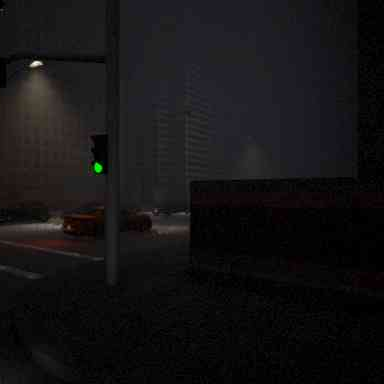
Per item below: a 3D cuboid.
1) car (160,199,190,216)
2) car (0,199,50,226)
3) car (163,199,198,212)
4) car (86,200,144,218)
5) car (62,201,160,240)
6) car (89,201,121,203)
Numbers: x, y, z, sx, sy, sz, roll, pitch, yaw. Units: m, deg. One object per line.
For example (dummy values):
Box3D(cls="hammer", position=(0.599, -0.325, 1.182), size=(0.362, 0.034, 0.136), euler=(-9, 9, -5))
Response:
Box3D(cls="car", position=(-1.898, 1.491, 32.717), size=(2.128, 1.511, 4.902), euler=(0, 0, 36))
Box3D(cls="car", position=(-12.662, 1.352, 23.793), size=(2.097, 1.767, 4.553), euler=(0, 0, 36))
Box3D(cls="car", position=(-1.322, 1.564, 39.470), size=(1.994, 1.385, 4.181), euler=(0, 0, 36))
Box3D(cls="car", position=(-7.121, 1.547, 31.478), size=(2.033, 1.411, 5.357), euler=(0, 0, 36))
Box3D(cls="car", position=(-4.188, 1.477, 17.246), size=(1.882, 1.535, 5.008), euler=(0, 0, 35))
Box3D(cls="car", position=(-7.400, 1.505, 25.121), size=(1.837, 1.490, 4.892), euler=(0, 0, 36))
